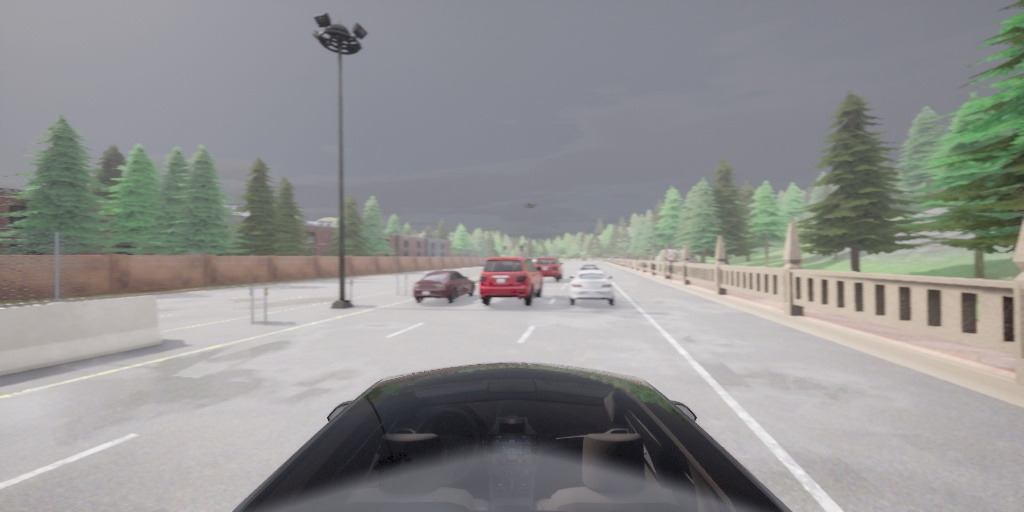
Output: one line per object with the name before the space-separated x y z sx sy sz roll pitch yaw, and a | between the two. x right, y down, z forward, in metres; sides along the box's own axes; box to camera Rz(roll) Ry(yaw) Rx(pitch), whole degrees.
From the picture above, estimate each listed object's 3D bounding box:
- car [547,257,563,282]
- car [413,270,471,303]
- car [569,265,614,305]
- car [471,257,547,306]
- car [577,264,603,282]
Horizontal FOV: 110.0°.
car | 3.202 1.139 31.306 2.150 2.045 5.566 -1 0 12
car | -3.247 1.435 17.746 1.812 1.442 4.674 -1 0 12
car | 3.618 1.334 16.380 1.812 1.442 4.674 -1 0 12
car | 0.102 1.074 16.703 2.150 2.045 5.566 -1 0 12
car | 6.688 1.437 30.828 1.994 1.385 4.181 -1 0 12
